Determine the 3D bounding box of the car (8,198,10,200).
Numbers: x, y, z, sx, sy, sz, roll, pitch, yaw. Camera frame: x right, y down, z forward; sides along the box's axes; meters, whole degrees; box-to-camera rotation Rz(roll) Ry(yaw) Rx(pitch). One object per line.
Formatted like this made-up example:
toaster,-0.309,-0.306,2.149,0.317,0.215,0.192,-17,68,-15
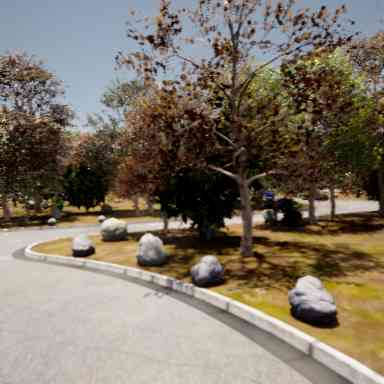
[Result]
car,-37.770,1.304,63.625,5.366,1.575,1.946,-1,1,-25

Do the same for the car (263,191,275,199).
car,13.169,0.374,61.204,1.882,1.535,5.008,-1,1,-25

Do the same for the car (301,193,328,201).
car,18.332,0.662,50.047,1.994,1.385,4.181,-1,1,-23

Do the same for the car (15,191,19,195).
car,-43.507,0.812,76.255,5.566,2.045,2.435,-1,1,-25

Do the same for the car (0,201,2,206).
car,-29.374,1.686,46.106,4.674,1.452,2.002,-1,1,-25

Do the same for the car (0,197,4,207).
car,-31.727,1.588,51.135,4.674,1.452,2.002,-1,1,-25
